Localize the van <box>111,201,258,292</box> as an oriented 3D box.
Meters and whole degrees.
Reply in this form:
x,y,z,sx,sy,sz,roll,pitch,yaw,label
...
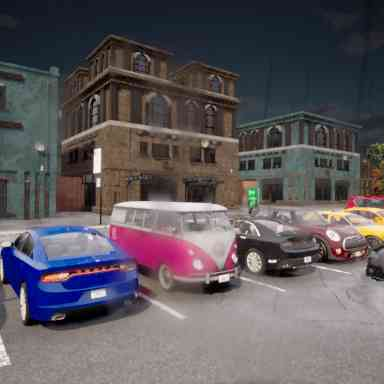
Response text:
x,y,z,sx,sy,sz,roll,pitch,yaw,label
-0.608,1.256,8.875,1.878,1.987,4.442,0,0,-36,van

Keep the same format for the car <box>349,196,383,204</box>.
x,y,z,sx,sy,sz,roll,pitch,yaw,label
10.660,1.230,17.043,2.435,2.045,5.566,0,0,-36,car

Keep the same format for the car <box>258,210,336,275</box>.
x,y,z,sx,sy,sz,roll,pitch,yaw,label
1.592,1.483,10.584,2.231,1.521,4.892,0,0,-36,car

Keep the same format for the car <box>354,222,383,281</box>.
x,y,z,sx,sy,sz,roll,pitch,yaw,label
6.282,1.567,8.488,4.181,1.385,1.994,0,0,-36,car

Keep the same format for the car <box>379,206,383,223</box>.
x,y,z,sx,sy,sz,roll,pitch,yaw,label
6.223,1.479,13.677,1.946,1.575,5.366,0,0,-36,car

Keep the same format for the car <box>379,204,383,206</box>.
x,y,z,sx,sy,sz,roll,pitch,yaw,label
8.376,1.481,15.451,2.097,1.535,5.008,0,0,-36,car

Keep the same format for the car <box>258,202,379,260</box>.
x,y,z,sx,sy,sz,roll,pitch,yaw,label
3.935,1.356,12.307,2.185,1.767,4.553,0,0,-36,car

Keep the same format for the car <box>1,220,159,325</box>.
x,y,z,sx,sy,sz,roll,pitch,yaw,label
-2.937,1.480,7.346,2.097,1.535,5.008,0,0,-36,car
